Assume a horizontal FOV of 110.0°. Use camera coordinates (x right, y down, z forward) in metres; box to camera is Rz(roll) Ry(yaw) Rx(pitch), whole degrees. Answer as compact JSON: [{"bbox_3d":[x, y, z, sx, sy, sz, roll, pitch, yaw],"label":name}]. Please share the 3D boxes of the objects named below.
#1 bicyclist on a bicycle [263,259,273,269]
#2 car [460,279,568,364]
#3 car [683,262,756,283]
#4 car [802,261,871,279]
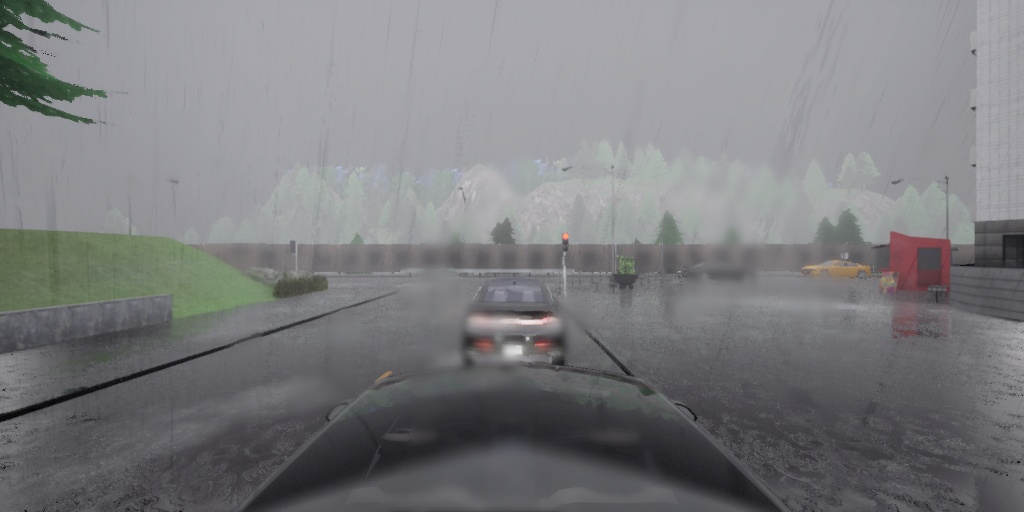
[{"bbox_3d":[-24.027,1.075,35.399,0.582,1.620,1.656,0,0,0],"label":"bicyclist on a bicycle"},{"bbox_3d":[0.053,1.237,7.923,2.128,1.511,4.902,0,0,0],"label":"car"},{"bbox_3d":[15.607,1.209,27.071,5.008,1.535,1.882,0,0,0],"label":"car"},{"bbox_3d":[28.141,1.206,31.223,5.008,1.535,1.882,0,0,0],"label":"car"}]
